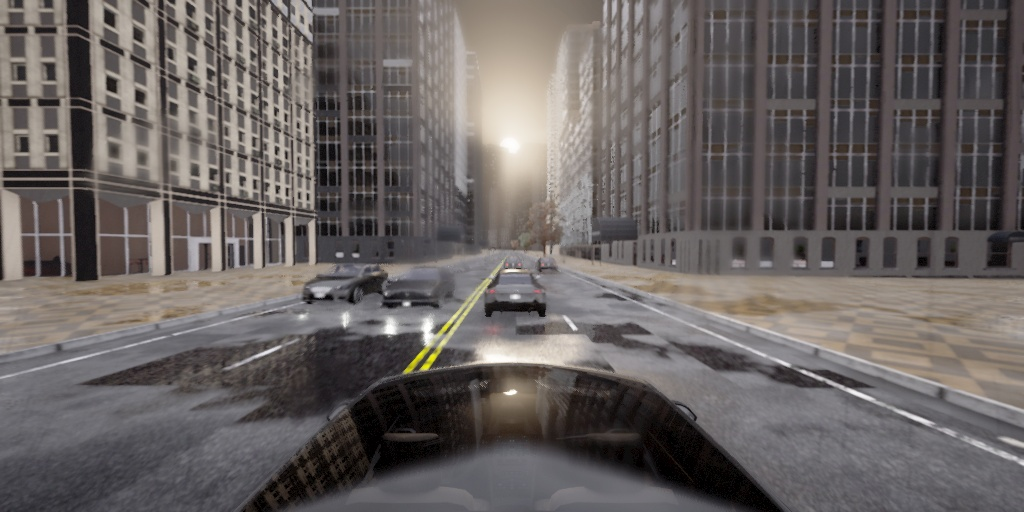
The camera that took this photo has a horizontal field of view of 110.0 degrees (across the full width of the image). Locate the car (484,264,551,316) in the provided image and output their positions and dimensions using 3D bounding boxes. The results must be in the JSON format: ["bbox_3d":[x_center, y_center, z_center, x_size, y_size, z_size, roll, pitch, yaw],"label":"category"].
[{"bbox_3d":[0.102,1.151,12.562,1.994,1.385,4.181,0,1,0],"label":"car"}]

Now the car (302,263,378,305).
[{"bbox_3d":[-6.596,1.047,14.767,2.128,1.511,4.902,0,1,0],"label":"car"}]

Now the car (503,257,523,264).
[{"bbox_3d":[0.104,0.791,35.071,2.033,1.411,5.357,0,1,0],"label":"car"}]

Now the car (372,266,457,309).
[{"bbox_3d":[-3.348,1.113,14.060,2.033,1.411,5.357,0,1,0],"label":"car"}]

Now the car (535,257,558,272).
[{"bbox_3d":[3.355,0.794,34.868,2.033,1.411,5.357,0,1,0],"label":"car"}]
